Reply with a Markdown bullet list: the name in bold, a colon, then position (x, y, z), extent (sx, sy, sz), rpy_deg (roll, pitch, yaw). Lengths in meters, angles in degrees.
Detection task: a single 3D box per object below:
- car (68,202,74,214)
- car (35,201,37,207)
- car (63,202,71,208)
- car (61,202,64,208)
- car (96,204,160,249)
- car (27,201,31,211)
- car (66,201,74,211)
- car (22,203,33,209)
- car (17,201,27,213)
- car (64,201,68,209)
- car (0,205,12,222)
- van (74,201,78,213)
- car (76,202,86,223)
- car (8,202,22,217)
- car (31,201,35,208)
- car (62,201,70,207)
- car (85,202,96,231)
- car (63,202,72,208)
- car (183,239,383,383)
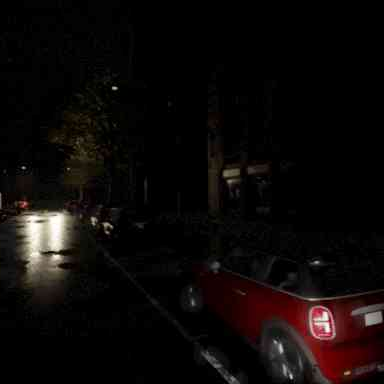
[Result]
- **car**: position (-16.152, 2.456, 47.161), extent (1.802, 1.307, 4.206), rpy_deg (-1, -1, -23)
- **car**: position (-41.481, 3.422, 85.450), extent (1.947, 1.339, 4.313), rpy_deg (-1, -1, -23)
- **car**: position (-31.435, 3.259, 83.549), extent (1.802, 1.307, 4.206), rpy_deg (-1, -1, -23)
- **car**: position (-27.068, 3.010, 73.153), extent (1.947, 1.339, 4.313), rpy_deg (-1, -1, -23)
- **car**: position (-3.053, 1.569, 15.973), extent (2.192, 1.841, 5.009), rpy_deg (0, -1, -23)
- **car**: position (-30.569, 2.591, 59.465), extent (2.192, 1.841, 5.009), rpy_deg (-1, -1, -23)
- **car**: position (-18.335, 2.552, 52.358), extent (1.947, 1.339, 4.313), rpy_deg (-1, -1, -23)
- **car**: position (-37.114, 3.165, 75.055), extent (1.887, 1.381, 4.507), rpy_deg (-1, -1, -23)
- **car**: position (-26.202, 2.363, 49.069), extent (2.192, 1.841, 5.009), rpy_deg (-1, -1, -23)
- **car**: position (-20.522, 2.416, 57.561), extent (2.192, 1.841, 5.009), rpy_deg (-1, -1, -23)
- **car**: position (-19.648, 2.307, 33.473), extent (1.802, 1.307, 4.206), rpy_deg (0, -1, -23)
- **van**: position (-11.787, 2.005, 36.768), extent (1.690, 1.788, 3.998), rpy_deg (0, -1, -23)
- **car**: position (-9.602, 2.001, 31.567), extent (1.967, 1.590, 4.097), rpy_deg (0, -1, -23)
- **car**: position (-23.950, 2.458, 43.712), extent (1.752, 1.417, 4.829), rpy_deg (0, -1, -23)
- **car**: position (-34.934, 2.820, 69.860), extent (2.192, 1.841, 5.009), rpy_deg (-1, -1, -23)
- **car**: position (-33.621, 3.236, 88.751), extent (1.967, 1.590, 4.097), rpy_deg (-1, -1, -23)
- **car**: position (-5.237, 1.671, 21.171), extent (2.192, 1.841, 5.009), rpy_deg (0, -1, -23)
- **car**: position (-29.319, 3.088, 78.509), extent (1.752, 1.417, 4.829), rpy_deg (-1, -1, -23)
- **car**: position (1.317, 1.496, 5.574), extent (1.967, 1.590, 4.097), rpy_deg (0, -1, -23)
